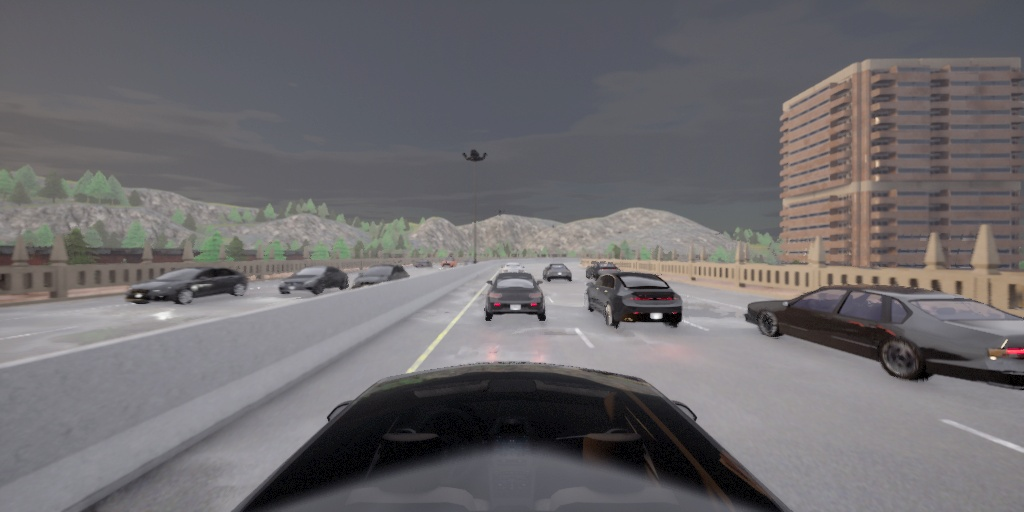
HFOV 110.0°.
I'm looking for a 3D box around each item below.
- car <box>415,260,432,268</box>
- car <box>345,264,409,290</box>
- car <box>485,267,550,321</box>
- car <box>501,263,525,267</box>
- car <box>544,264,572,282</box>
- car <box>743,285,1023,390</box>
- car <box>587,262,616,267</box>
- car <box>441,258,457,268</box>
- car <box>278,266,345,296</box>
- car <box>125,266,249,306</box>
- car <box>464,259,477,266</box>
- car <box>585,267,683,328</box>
[{"bbox_3d":[-14.037,1.272,57.114,1.994,1.385,4.181,0,0,1],"label":"car"},{"bbox_3d":[-7.101,1.242,19.872,1.837,1.490,4.892,0,0,0],"label":"car"},{"bbox_3d":[0.099,1.268,12.374,1.812,1.442,4.674,0,0,0],"label":"car"},{"bbox_3d":[0.085,1.255,29.537,1.812,1.442,4.674,0,0,0],"label":"car"},{"bbox_3d":[3.597,1.293,29.023,1.994,1.385,4.181,0,0,0],"label":"car"},{"bbox_3d":[7.099,1.293,7.081,2.033,1.411,5.357,0,0,0],"label":"car"},{"bbox_3d":[7.098,1.221,28.337,2.128,1.511,4.902,0,0,0],"label":"car"},{"bbox_3d":[-10.525,1.058,60.065,2.097,1.767,4.553,0,0,1],"label":"car"},{"bbox_3d":[-10.592,1.263,19.579,1.812,1.442,4.674,0,0,0],"label":"car"},{"bbox_3d":[-14.101,1.245,15.971,1.837,1.490,4.892,0,0,0],"label":"car"},{"bbox_3d":[-6.992,1.198,61.387,2.128,1.511,4.902,0,0,1],"label":"car"},{"bbox_3d":[3.599,1.247,11.359,1.837,1.490,4.892,0,0,0],"label":"car"}]
